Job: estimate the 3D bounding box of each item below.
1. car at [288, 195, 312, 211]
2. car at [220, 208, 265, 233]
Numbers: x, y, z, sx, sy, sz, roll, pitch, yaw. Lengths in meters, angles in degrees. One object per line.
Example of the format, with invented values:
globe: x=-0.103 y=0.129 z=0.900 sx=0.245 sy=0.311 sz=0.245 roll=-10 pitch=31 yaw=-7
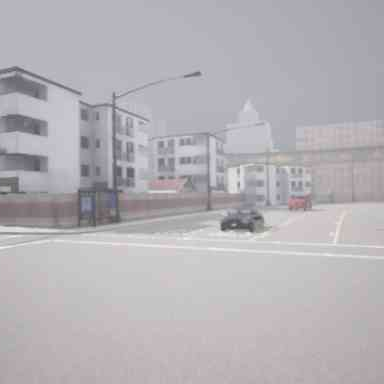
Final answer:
car: x=14.261 y=1.385 z=43.835 sx=2.150 sy=2.045 sz=5.566 roll=-2 pitch=-1 yaw=29
car: x=3.221 y=1.701 z=20.863 sx=1.994 sy=1.385 sz=4.181 roll=-1 pitch=-1 yaw=25
